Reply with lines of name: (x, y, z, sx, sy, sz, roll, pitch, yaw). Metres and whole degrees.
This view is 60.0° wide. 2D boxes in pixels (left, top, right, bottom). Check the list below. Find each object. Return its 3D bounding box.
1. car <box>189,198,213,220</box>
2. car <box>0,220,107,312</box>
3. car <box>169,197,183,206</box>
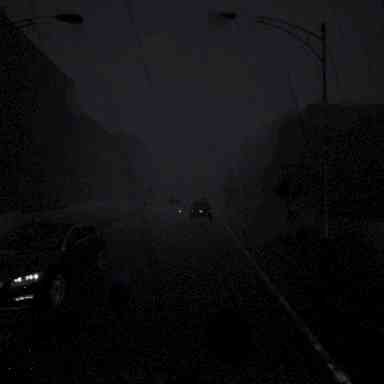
car: (0.731, 1.469, 27.305, 2.033, 1.411, 5.357, 0, 0, 2)
car: (-3.436, 1.478, 7.906, 2.128, 1.511, 4.902, 0, 0, 1)
car: (-2.394, 1.349, 50.232, 1.895, 1.301, 4.718, 0, 0, 2)
